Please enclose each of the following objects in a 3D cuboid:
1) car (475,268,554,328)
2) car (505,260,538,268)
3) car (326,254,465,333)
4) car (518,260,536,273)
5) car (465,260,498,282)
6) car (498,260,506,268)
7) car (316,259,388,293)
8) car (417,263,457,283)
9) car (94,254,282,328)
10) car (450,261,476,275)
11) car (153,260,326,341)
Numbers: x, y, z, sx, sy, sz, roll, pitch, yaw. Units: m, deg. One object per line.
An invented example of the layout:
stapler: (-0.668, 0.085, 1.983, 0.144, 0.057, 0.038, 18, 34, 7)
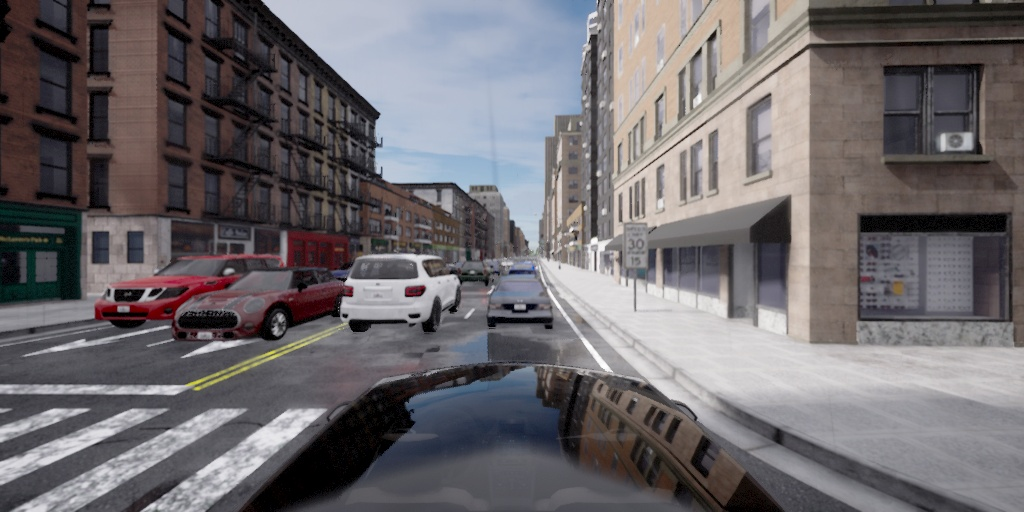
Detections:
car: (0.266, 1.284, 11.252, 2.033, 1.411, 5.357, 0, 0, 2)
car: (0.812, 1.184, 25.221, 1.882, 1.535, 5.008, 0, 0, 3)
car: (-2.989, 0.962, 10.820, 2.150, 2.045, 5.566, 0, 0, 1)
car: (1.851, 1.227, 42.044, 1.994, 1.385, 4.181, 0, 0, 4)
car: (-2.427, 1.060, 25.142, 2.097, 1.767, 4.553, 0, 0, 3)
car: (-1.845, 1.228, 36.002, 2.033, 1.411, 5.357, 0, 0, 5)
car: (-9.309, 1.071, 21.386, 2.097, 1.767, 4.553, 0, 0, 3)
car: (-5.706, 1.266, 27.896, 1.994, 1.385, 4.181, 0, 0, 3)
car: (-9.660, 0.960, 11.681, 2.150, 2.045, 5.566, 0, 0, 0)
car: (-5.094, 1.242, 37.794, 1.994, 1.385, 4.181, 0, 0, 3)
car: (-6.456, 1.093, 9.847, 2.097, 1.767, 4.553, 0, 0, 2)
